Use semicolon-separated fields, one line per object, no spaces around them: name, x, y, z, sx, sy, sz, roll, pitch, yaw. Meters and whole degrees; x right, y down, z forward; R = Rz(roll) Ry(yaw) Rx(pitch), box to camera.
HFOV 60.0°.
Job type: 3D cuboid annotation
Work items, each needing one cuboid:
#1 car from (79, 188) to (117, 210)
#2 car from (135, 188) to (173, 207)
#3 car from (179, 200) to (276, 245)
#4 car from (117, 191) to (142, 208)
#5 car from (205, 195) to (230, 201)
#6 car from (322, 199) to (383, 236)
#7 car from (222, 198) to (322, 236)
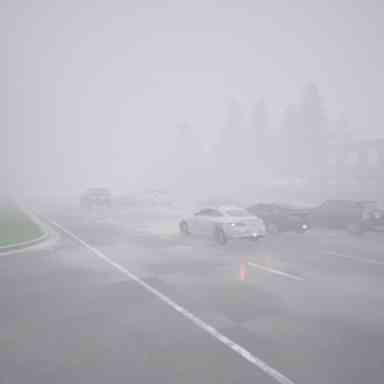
car;-9.577;0.631;32.943;2.150;2.045;5.566;0;1;-30
car;-4.165;0.593;37.568;2.150;2.045;5.566;0;1;-30
car;1.170;1.305;14.368;1.812;1.442;4.674;0;1;-30
car;-7.468;0.936;36.288;1.994;1.385;4.181;0;1;-30
car;2.585;1.040;32.892;2.033;1.411;5.357;0;1;-30
car;7.565;1.129;17.293;2.097;1.767;4.553;0;1;-30
car;3.782;1.260;16.843;1.837;1.490;4.892;0;1;-30
